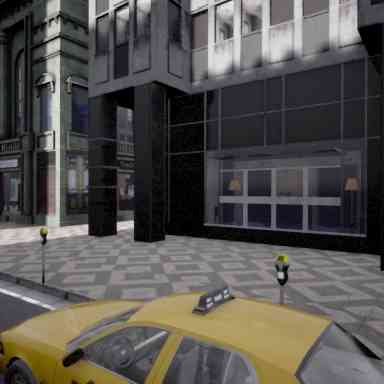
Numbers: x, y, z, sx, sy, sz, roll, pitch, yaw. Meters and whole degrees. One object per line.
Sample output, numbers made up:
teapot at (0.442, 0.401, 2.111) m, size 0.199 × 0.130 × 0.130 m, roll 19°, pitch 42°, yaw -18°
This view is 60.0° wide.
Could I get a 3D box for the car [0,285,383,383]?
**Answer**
car at (-0.021, 1.525, 2.979) m, size 4.829 × 1.417 × 1.752 m, roll 0°, pitch 0°, yaw 36°
